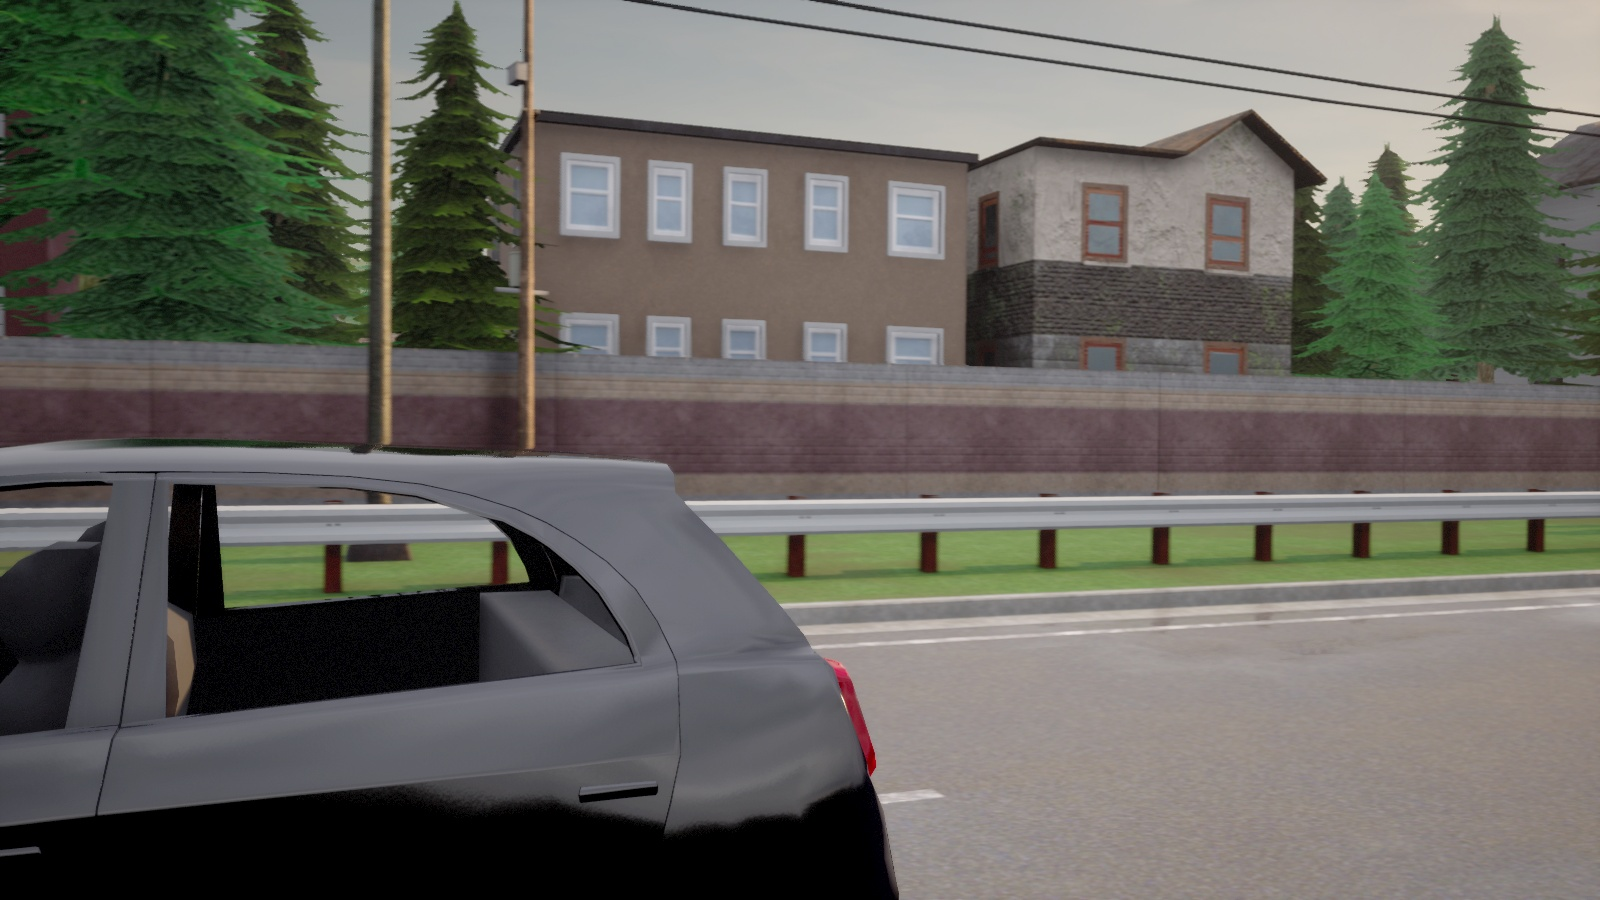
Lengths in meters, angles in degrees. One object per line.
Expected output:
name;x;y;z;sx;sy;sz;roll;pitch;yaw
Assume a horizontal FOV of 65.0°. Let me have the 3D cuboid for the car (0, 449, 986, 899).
car;-1.672;0.788;2.604;3.633;1.501;1.845;-1;1;-21
